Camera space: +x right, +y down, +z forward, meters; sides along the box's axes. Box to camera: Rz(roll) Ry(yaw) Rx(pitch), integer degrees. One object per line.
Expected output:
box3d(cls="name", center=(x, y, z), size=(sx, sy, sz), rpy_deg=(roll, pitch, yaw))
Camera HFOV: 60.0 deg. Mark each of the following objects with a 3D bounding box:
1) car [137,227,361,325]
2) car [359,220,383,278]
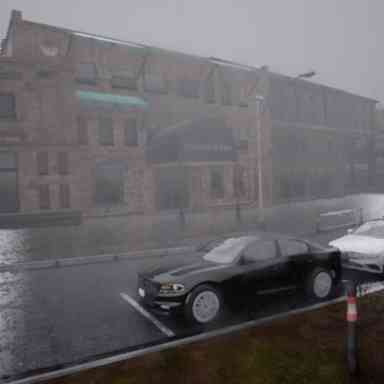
box3d(cls="car", center=(1.236, 1.669, 7.605), size=(5.008, 1.535, 2.097), rpy_deg=(0, -1, -29))
box3d(cls="car", center=(6.375, 1.700, 10.973), size=(4.674, 1.452, 2.002), rpy_deg=(-1, 2, -34))
